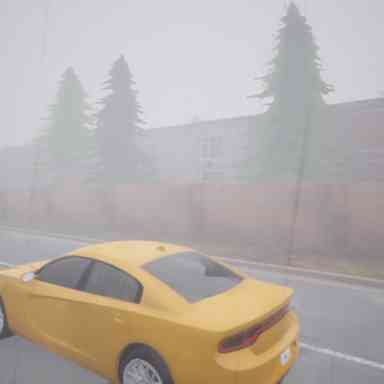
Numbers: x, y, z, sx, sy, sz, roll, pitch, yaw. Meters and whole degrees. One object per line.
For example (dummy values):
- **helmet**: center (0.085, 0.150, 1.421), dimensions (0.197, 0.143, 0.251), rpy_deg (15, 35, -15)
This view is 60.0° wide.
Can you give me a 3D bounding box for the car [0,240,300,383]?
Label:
- **car**: center (-1.081, 1.449, 4.765), dimensions (5.008, 1.535, 1.882), rpy_deg (1, 0, 36)
